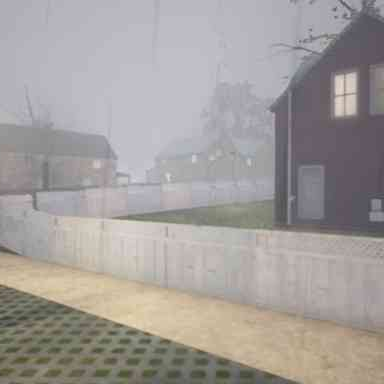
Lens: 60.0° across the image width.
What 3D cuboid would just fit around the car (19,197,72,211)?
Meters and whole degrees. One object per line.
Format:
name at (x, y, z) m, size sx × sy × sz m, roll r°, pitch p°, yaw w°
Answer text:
car at (-10.041, 0.741, 23.922) m, size 4.718 × 1.301 × 1.895 m, roll -4°, pitch 3°, yaw -40°
